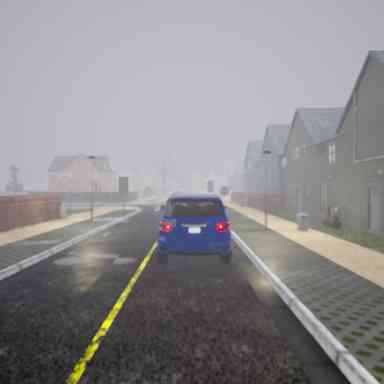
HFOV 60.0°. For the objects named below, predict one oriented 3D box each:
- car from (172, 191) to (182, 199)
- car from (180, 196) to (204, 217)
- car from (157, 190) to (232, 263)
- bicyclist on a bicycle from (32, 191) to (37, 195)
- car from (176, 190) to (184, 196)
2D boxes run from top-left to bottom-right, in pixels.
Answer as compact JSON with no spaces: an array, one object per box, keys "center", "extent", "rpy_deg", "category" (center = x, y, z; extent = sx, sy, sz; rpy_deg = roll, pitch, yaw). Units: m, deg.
[{"center":[-2.980,0.533,66.426],"extent":[1.837,1.490,4.892],"rpy_deg":[0,1,0],"category":"car"},{"center":[0.008,1.128,26.925],"extent":[1.812,1.442,4.674],"rpy_deg":[0,0,0],"category":"car"},{"center":[0.059,1.053,11.442],"extent":[2.150,2.045,5.566],"rpy_deg":[0,1,0],"category":"car"},{"center":[-20.353,0.710,43.022],"extent":[0.582,1.620,1.656],"rpy_deg":[0,0,-1],"category":"bicyclist on a bicycle"},{"center":[-3.018,0.316,81.874],"extent":[1.812,1.442,4.674],"rpy_deg":[0,1,0],"category":"car"}]
